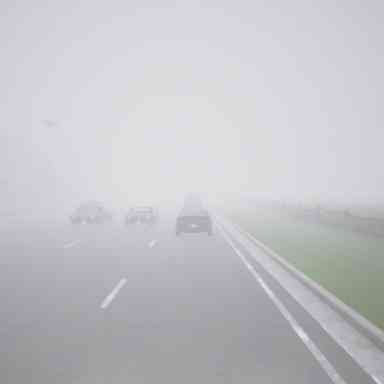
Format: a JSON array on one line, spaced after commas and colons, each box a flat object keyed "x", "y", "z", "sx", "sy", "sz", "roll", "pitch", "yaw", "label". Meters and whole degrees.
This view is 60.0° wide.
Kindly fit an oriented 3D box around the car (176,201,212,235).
[{"x": 0.097, "y": 1.522, "z": 18.990, "sx": 1.882, "sy": 1.535, "sz": 5.008, "roll": 0, "pitch": 0, "yaw": 0, "label": "car"}]

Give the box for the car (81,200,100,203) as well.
[{"x": -10.405, "y": 1.585, "z": 34.574, "sx": 1.837, "sy": 1.490, "sz": 4.892, "roll": 0, "pitch": 0, "yaw": 0, "label": "car"}]

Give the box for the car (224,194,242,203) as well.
[{"x": 8.909, "y": 1.380, "z": 71.863, "sx": 3.866, "sy": 1.878, "sz": 1.905, "roll": 0, "pitch": 0, "yaw": 0, "label": "car"}]

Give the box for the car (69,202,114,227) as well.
[{"x": -6.904, "y": 1.655, "z": 23.472, "sx": 1.895, "sy": 1.301, "sz": 4.718, "roll": 0, "pitch": 0, "yaw": 0, "label": "car"}]

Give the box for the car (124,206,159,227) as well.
[{"x": -3.402, "y": 1.655, "z": 23.472, "sx": 1.895, "sy": 1.301, "sz": 4.718, "roll": 0, "pitch": 0, "yaw": 0, "label": "car"}]

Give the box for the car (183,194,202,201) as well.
[{"x": 0.091, "y": 1.321, "z": 42.675, "sx": 2.150, "sy": 2.045, "sz": 5.566, "roll": 0, "pitch": 0, "yaw": 0, "label": "car"}]
